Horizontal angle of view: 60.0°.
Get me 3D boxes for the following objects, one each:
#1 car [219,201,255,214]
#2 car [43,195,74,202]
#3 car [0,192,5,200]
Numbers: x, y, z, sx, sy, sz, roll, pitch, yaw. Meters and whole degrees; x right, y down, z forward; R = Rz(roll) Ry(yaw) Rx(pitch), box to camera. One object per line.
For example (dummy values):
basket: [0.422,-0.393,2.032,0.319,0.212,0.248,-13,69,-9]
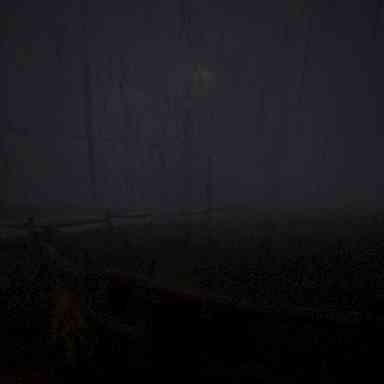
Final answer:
car: [4.306,1.506,30.878,1.994,1.385,4.181,0,0,39]
car: [-20.636,1.291,51.677,2.242,1.667,4.611,0,0,38]
car: [-39.675,1.026,66.623,1.905,1.878,3.866,0,0,38]
